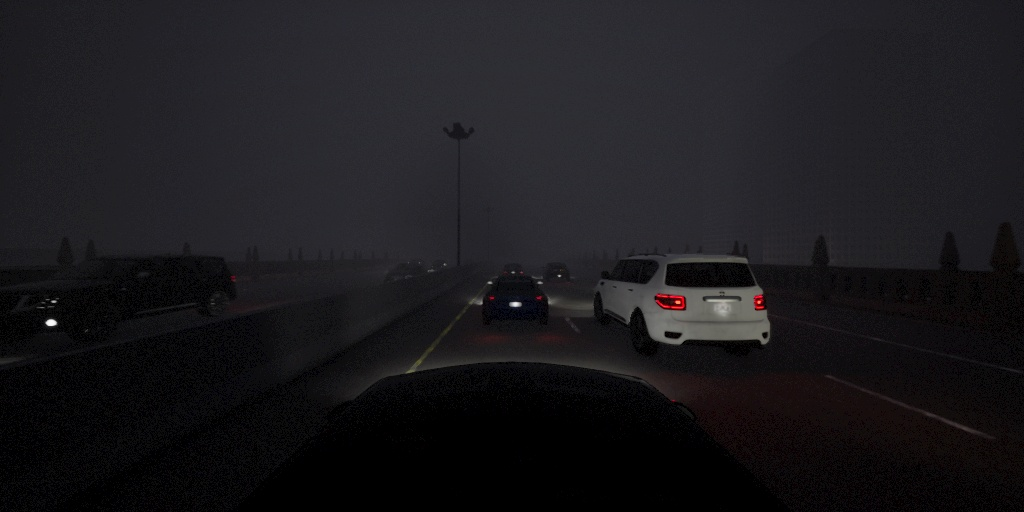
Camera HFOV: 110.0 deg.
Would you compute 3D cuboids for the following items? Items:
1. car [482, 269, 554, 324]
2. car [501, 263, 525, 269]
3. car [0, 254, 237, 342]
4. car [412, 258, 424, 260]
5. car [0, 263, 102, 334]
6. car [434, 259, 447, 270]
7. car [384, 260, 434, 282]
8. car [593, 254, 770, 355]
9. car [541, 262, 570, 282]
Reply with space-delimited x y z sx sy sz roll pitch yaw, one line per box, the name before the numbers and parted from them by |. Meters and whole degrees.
car | 0.097 1.315 11.980 1.994 1.385 4.181 0 0 0
car | 0.091 1.300 29.696 2.033 1.411 5.357 0 0 0
car | -10.613 0.972 10.094 2.150 2.045 5.566 0 0 0
car | -14.435 1.106 54.365 2.097 1.767 4.553 0 0 -1
car | -14.102 1.102 9.151 2.097 1.767 4.553 0 0 0
car | -10.926 1.261 53.848 1.837 1.490 4.892 0 0 -1
car | -7.107 1.243 24.395 2.128 1.511 4.902 0 0 0
car | 3.598 0.972 8.815 2.150 2.045 5.566 0 0 0
car | 3.590 1.257 29.572 1.837 1.490 4.892 0 0 0
